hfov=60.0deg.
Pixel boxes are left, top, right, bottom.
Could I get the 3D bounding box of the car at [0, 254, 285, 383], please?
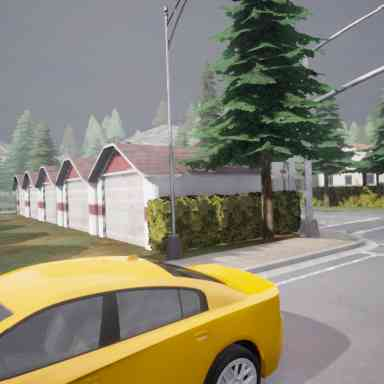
[{"bbox_3d":[-1.296,1.455,3.068,5.008,1.535,1.882,-2,1,-35],"label":"car"}]
